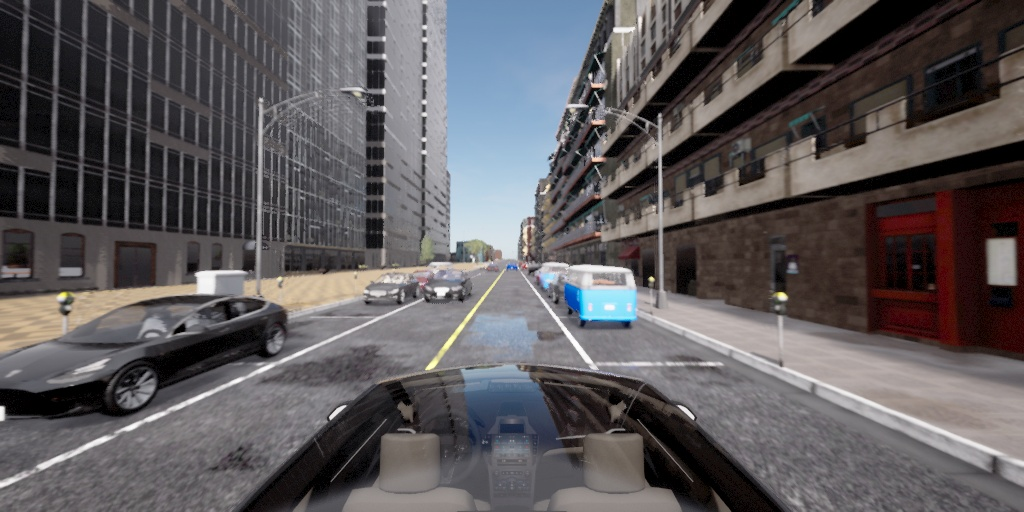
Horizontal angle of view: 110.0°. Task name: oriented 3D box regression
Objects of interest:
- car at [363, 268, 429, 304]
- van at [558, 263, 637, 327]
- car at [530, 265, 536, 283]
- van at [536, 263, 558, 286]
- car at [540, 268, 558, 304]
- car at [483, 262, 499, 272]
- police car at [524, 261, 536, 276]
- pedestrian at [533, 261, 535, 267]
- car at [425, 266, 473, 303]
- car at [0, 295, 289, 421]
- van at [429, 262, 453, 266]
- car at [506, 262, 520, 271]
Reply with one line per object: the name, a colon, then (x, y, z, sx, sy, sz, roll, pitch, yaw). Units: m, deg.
car: (-5.690, 1.480, 17.364, 2.007, 1.370, 4.403, 0, 0, 0)
van: (2.691, 1.206, 11.743, 1.690, 1.789, 3.998, 0, 0, 0)
car: (2.691, 1.637, 28.682, 1.802, 1.307, 4.207, 0, 0, 0)
van: (2.691, 1.333, 23.035, 1.690, 1.789, 3.998, 0, 0, 0)
car: (2.691, 1.480, 17.390, 2.007, 1.370, 4.403, 0, 0, 0)
car: (-3.063, 1.926, 58.001, 1.994, 1.385, 4.181, 0, -1, 0)
police car: (2.999, 1.672, 46.655, 1.930, 1.638, 5.238, 0, -1, 0)
pedestrian: (2.999, 1.572, 49.675, 0.375, 1.860, 0.375, 1, -1, -3)
car: (-3.101, 1.429, 18.163, 2.128, 1.511, 4.902, 0, -1, 0)
car: (-5.690, 1.366, 6.073, 1.948, 1.339, 4.313, 0, 0, 0)
van: (-5.690, 1.396, 28.656, 1.690, 1.789, 3.998, 0, 0, 0)
car: (0.015, 1.887, 62.573, 1.882, 1.535, 5.008, 0, -1, 0)
